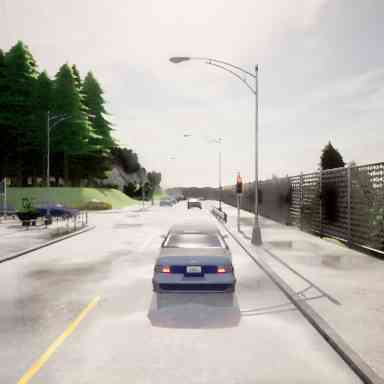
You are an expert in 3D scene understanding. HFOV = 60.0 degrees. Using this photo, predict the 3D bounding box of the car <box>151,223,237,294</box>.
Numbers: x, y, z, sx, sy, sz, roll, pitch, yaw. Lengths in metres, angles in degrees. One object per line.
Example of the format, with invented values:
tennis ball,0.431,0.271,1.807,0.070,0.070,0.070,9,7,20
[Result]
car,0.058,1.547,8.960,2.033,1.411,5.357,0,0,1

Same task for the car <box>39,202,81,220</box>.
car,-11.663,1.525,27.763,4.674,1.442,1.812,0,0,2

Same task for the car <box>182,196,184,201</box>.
car,-3.689,1.540,86.799,5.357,1.411,2.033,0,0,40

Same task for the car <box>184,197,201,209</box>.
car,0.274,1.547,44.991,2.033,1.411,5.357,0,0,-2

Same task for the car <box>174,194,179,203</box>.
car,-3.979,1.526,62.405,1.812,1.442,4.674,0,0,1

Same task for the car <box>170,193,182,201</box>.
car,-3.903,1.225,72.810,2.150,2.045,5.566,0,0,0

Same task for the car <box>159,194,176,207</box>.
car,-4.023,1.505,52.507,1.837,1.490,4.892,0,0,0
